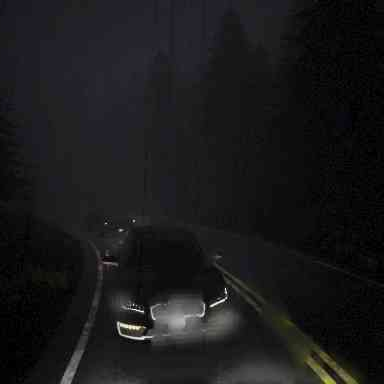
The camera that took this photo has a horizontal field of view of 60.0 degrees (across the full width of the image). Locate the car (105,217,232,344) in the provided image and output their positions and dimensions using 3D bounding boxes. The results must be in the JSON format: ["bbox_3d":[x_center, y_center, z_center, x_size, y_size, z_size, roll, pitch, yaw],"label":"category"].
[{"bbox_3d":[-0.646,1.495,6.811,1.837,1.490,4.892,-1,0,-11],"label":"car"}]

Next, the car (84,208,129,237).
[{"bbox_3d":[-4.640,1.612,18.553,1.895,1.301,4.718,-3,1,-29],"label":"car"}]
